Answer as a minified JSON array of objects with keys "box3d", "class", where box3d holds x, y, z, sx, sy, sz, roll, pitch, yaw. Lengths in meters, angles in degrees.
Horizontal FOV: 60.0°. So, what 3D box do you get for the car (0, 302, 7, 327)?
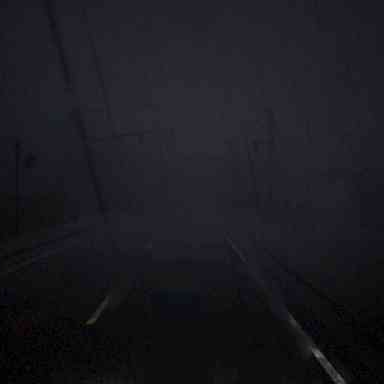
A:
[{"box3d":[-3.594,1.549,2.441,2.033,1.411,5.357,0,0,0],"class":"car"}]
